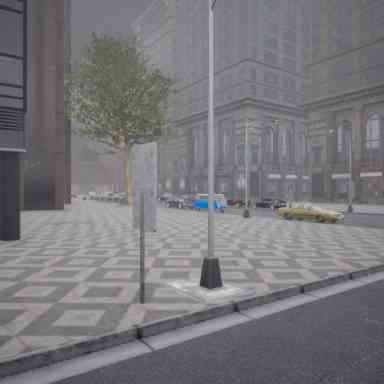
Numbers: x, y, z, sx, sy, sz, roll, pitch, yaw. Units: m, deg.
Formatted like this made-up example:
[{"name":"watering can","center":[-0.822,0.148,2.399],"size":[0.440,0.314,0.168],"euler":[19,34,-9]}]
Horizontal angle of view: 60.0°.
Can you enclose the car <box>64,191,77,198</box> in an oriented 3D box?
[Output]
[{"name":"car","center":[-27.175,0.484,74.570],"size":[1.967,1.590,4.097],"euler":[1,0,-35]}]

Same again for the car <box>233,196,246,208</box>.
[{"name":"car","center":[5.576,1.224,42.649],"size":[1.887,1.381,4.507],"euler":[1,0,-35]}]

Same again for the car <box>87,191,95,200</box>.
[{"name":"car","center":[-17.512,0.830,60.766],"size":[2.008,1.369,4.403],"euler":[1,0,-35]}]

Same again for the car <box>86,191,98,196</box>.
[{"name":"car","center":[-26.639,0.472,88.666],"size":[1.802,1.307,4.206],"euler":[1,0,-35]}]

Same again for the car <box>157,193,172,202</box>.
[{"name":"car","center":[-4.087,0.881,56.457],"size":[1.967,1.590,4.097],"euler":[1,0,-35]}]

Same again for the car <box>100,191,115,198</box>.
[{"name":"car","center":[-20.196,0.588,79.463],"size":[1.887,1.381,4.507],"euler":[1,0,-35]}]

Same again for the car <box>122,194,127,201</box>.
[{"name":"car","center":[-7.751,1.051,46.821],"size":[1.752,1.417,4.829],"euler":[1,0,-35]}]

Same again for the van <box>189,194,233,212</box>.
[{"name":"van","center":[1.819,1.091,33.150],"size":[1.690,1.788,3.998],"euler":[1,0,-35]}]

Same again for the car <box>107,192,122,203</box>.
[{"name":"car","center":[-11.069,0.992,51.562],"size":[2.008,1.369,4.403],"euler":[1,0,-35]}]

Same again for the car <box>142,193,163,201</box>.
[{"name":"car","center":[-7.311,0.910,61.058],"size":[2.008,1.369,4.403],"euler":[1,0,-35]}]

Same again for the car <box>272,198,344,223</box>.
[{"name":"car","center":[8.359,1.398,23.803],"size":[1.752,1.417,4.829],"euler":[1,0,-35]}]

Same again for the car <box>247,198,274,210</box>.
[{"name":"car","center":[8.796,1.315,38.048],"size":[1.947,1.339,4.313],"euler":[1,0,-35]}]

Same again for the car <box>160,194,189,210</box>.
[{"name":"car","center":[-1.404,1.230,37.753],"size":[2.008,1.369,4.403],"euler":[1,0,-35]}]

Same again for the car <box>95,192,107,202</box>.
[{"name":"car","center":[-14.291,0.911,56.164],"size":[2.008,1.369,4.403],"euler":[1,0,-35]}]
